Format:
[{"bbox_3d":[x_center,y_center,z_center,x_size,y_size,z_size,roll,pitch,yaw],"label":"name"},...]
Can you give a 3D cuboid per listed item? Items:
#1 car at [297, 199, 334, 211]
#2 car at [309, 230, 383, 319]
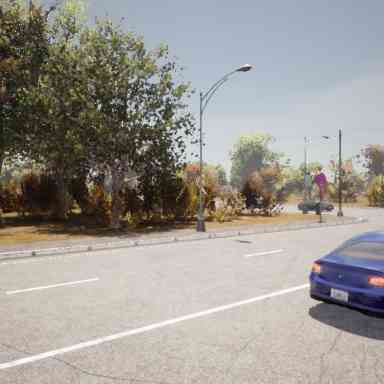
[{"bbox_3d":[14.628,1.564,39.470,1.994,1.385,4.181,0,0,-32],"label":"car"},{"bbox_3d":[4.299,1.526,6.821,4.674,1.442,1.812,0,0,-36],"label":"car"}]
